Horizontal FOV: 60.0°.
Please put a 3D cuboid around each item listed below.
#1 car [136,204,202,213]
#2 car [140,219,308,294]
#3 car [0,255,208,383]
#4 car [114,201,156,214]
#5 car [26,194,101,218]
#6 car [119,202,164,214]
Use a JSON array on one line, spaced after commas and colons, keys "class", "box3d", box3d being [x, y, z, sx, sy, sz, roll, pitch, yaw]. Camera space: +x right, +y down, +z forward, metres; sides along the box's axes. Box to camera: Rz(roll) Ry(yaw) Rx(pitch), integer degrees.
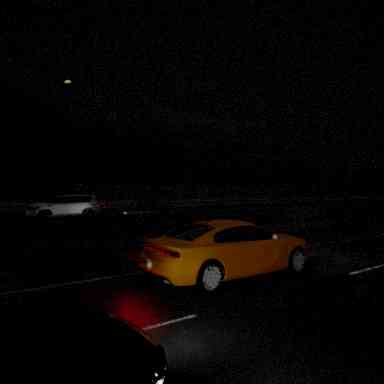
[{"class": "car", "box3d": [-0.741, 1.600, 20.650, 4.718, 1.301, 1.895, 0, 0, -35]}, {"class": "car", "box3d": [1.064, 1.479, 8.923, 5.008, 1.535, 1.882, 0, 0, -35]}, {"class": "car", "box3d": [-2.411, 1.506, 2.151, 4.892, 1.490, 1.837, 0, 0, -35]}, {"class": "car", "box3d": [-3.886, 1.504, 27.001, 4.892, 1.490, 1.837, 0, 0, -35]}, {"class": "car", "box3d": [-10.216, 1.224, 26.793, 5.566, 2.045, 2.150, 0, 0, -35]}, {"class": "car", "box3d": [-2.443, 1.600, 23.734, 4.718, 1.301, 1.895, 0, 0, -35]}]
